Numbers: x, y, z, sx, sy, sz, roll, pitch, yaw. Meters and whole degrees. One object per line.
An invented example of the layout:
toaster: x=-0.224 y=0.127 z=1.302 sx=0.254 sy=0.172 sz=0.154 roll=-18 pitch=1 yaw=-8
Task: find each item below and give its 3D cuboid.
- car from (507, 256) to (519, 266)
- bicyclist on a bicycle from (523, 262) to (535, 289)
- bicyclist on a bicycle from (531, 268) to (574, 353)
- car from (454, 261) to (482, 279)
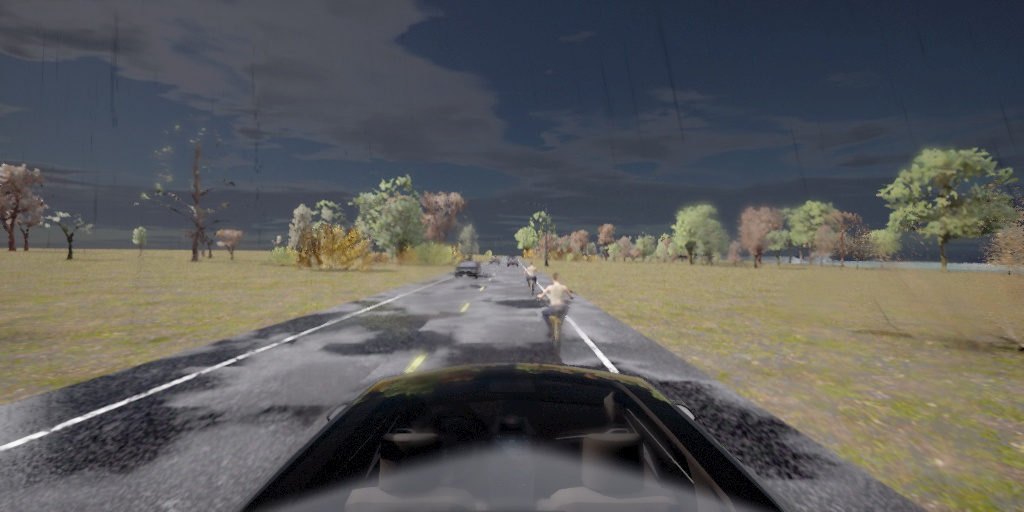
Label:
car: x=0.132 y=0.953 z=58.216 sx=2.033 sy=1.411 sz=5.357 roll=0 pitch=0 yaw=0
bicyclist on a bicycle: x=0.983 y=1.089 z=17.787 sx=0.866 sy=1.612 sz=1.509 roll=0 pitch=0 yaw=0
bicyclist on a bicycle: x=0.952 y=1.150 z=7.760 sx=0.866 sy=1.612 sz=1.509 roll=0 pitch=0 yaw=0
car: x=-3.584 y=1.123 z=30.249 sx=2.033 sy=1.411 sz=5.357 roll=0 pitch=0 yaw=0
